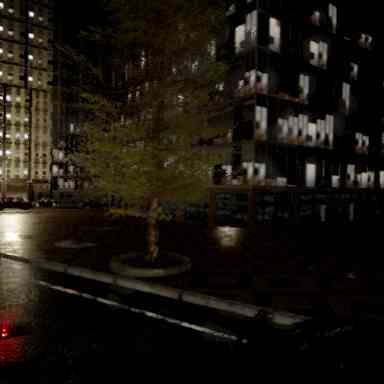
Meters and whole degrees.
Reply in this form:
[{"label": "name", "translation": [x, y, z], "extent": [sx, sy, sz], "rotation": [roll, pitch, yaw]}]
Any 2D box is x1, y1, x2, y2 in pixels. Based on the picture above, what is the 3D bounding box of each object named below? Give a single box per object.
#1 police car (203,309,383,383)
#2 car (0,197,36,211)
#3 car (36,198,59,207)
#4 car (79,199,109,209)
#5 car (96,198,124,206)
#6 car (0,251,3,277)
[{"label": "police car", "translation": [2.466, 1.426, 1.804], "extent": [5.238, 1.638, 1.930], "rotation": [0, 0, 35]}, {"label": "car", "translation": [-24.529, 1.657, 45.328], "extent": [5.009, 1.841, 2.192], "rotation": [1, 1, -34]}, {"label": "car", "translation": [-24.305, 1.735, 55.036], "extent": [4.403, 1.369, 2.008], "rotation": [1, 1, -34]}, {"label": "car", "translation": [-15.179, 1.975, 51.736], "extent": [4.507, 1.381, 1.887], "rotation": [1, 1, -34]}, {"label": "car", "translation": [-15.089, 1.797, 61.344], "extent": [4.829, 1.417, 1.752], "rotation": [1, 1, -34]}, {"label": "car", "translation": [-6.404, 1.522, 8.129], "extent": [4.674, 1.442, 1.812], "rotation": [0, 0, 35]}]
